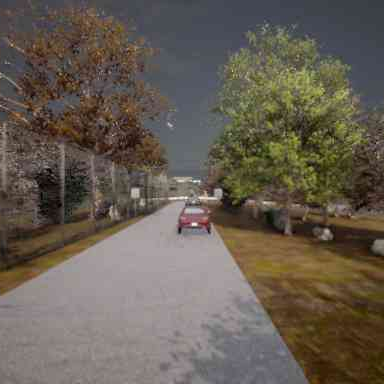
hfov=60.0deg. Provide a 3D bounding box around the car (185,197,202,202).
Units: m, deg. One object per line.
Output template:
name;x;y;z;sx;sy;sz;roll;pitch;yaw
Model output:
car;0.175;1.352;41.642;2.097;1.767;4.553;0;0;0

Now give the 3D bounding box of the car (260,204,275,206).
car;19.985;4.417;83.617;2.435;2.045;5.566;0;1;-18

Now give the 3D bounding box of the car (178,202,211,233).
car;0.129;1.526;19.736;1.812;1.442;4.674;0;0;0
